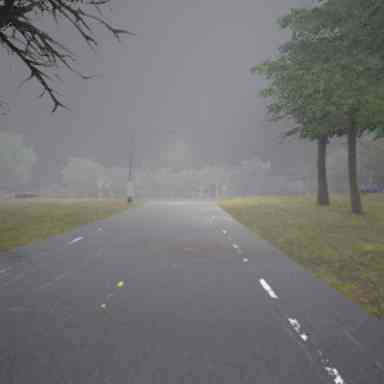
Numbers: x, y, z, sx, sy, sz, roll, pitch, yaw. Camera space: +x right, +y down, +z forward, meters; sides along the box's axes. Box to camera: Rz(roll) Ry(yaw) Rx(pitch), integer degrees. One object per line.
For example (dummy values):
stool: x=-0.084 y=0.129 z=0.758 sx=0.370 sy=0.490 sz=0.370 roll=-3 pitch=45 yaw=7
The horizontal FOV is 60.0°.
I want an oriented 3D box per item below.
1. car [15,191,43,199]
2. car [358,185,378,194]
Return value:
car: x=-31.115 y=0.630 z=63.663 sx=5.008 sy=1.535 sz=1.882 roll=-1 pitch=-2 yaw=1
car: x=36.784 y=-0.395 z=71.157 sx=5.566 sy=2.045 sz=2.150 roll=-1 pitch=-2 yaw=-1
